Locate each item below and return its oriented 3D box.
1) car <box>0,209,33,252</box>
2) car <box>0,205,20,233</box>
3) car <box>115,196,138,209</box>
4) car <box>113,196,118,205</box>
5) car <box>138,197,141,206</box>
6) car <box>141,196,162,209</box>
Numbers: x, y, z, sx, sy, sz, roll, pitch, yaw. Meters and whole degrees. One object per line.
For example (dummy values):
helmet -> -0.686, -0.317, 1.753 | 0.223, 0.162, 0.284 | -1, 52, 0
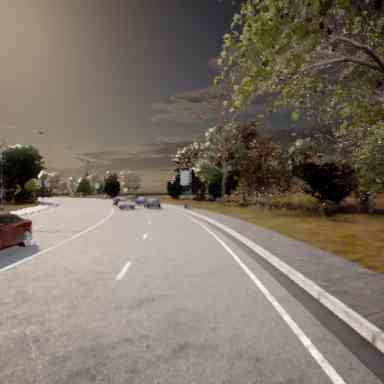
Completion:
car -> -7.472, 1.473, 11.887 | 1.882, 1.535, 5.008 | 0, 0, -3
car -> -11.373, 1.538, 17.733 | 2.033, 1.411, 5.357 | 0, 0, -5
car -> -8.521, 1.541, 43.268 | 1.895, 1.301, 4.718 | 0, 0, -16
car -> -11.484, 1.403, 53.253 | 1.882, 1.535, 5.008 | 0, 0, -20
car -> -8.151, 1.449, 54.328 | 1.812, 1.442, 4.674 | 0, 0, -20
car -> -5.307, 1.461, 44.778 | 1.812, 1.442, 4.674 | 0, 0, -16
